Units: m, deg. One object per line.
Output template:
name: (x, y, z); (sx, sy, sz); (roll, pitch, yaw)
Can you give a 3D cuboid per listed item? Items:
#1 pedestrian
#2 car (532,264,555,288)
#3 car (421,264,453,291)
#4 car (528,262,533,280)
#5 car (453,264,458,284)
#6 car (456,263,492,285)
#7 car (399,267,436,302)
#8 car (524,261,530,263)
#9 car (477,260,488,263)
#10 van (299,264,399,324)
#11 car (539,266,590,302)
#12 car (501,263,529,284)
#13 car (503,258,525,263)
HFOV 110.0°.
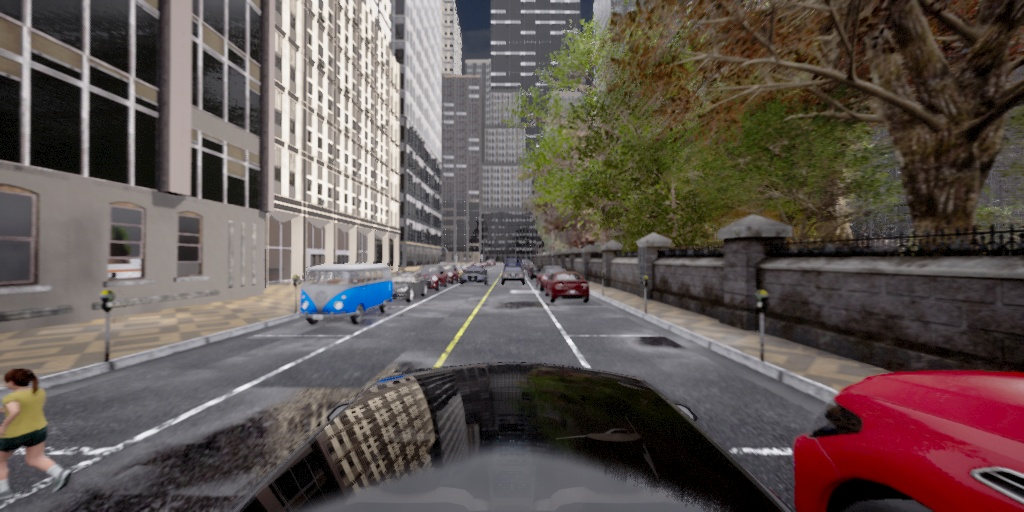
pedestrian: (-4.021, 1.433, 2.985); (0.500, 1.100, 0.500); (0, 0, 0)
car: (2.569, 1.336, 22.999); (1.967, 1.591, 4.097); (0, 0, 0)
car: (-5.311, 1.337, 23.006); (1.967, 1.591, 4.097); (0, 0, 0)
car: (2.572, 1.537, 34.089); (1.948, 1.339, 4.313); (0, 0, 0)
car: (-5.310, 1.374, 28.551); (1.967, 1.591, 4.097); (0, 0, 0)
car: (-2.843, 1.494, 27.947); (1.994, 1.385, 4.181); (0, 0, 0)
car: (-5.312, 1.410, 17.461); (2.007, 1.370, 4.403); (0, 0, 0)
car: (2.573, 1.553, 39.635); (1.888, 1.381, 4.507); (0, 0, 0)
car: (-5.304, 1.661, 56.275); (1.888, 1.381, 4.507); (0, 0, 0)
van: (-5.313, 1.162, 11.916); (1.690, 1.789, 3.998); (0, 0, 0)
car: (2.568, 1.404, 17.454); (1.888, 1.381, 4.507); (0, 0, 0)
car: (0.098, 1.485, 29.202); (2.033, 1.411, 5.357); (0, 0, 0)
car: (0.099, 1.254, 43.110); (2.150, 2.045, 5.566); (0, 0, 0)
